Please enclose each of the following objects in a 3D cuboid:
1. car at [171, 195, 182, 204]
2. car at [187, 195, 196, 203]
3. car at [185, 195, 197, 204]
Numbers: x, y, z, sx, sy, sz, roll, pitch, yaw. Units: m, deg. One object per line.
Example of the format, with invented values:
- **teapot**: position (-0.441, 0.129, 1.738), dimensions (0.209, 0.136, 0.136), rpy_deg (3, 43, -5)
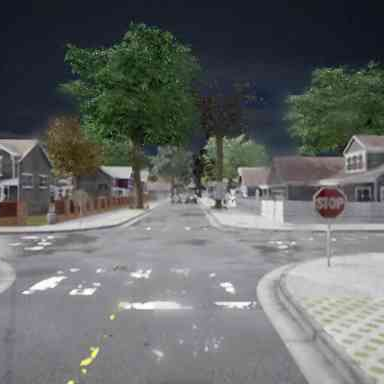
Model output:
- **car**: position (-2.882, 1.374, 62.335), dimensions (2.128, 1.511, 4.902), rpy_deg (0, 0, 0)
- **car**: position (-0.145, 1.394, 68.590), dimensions (1.812, 1.442, 4.674), rpy_deg (0, 0, 0)
- **car**: position (-0.124, 1.241, 58.557), dimensions (2.097, 1.767, 4.553), rpy_deg (0, 0, 0)
